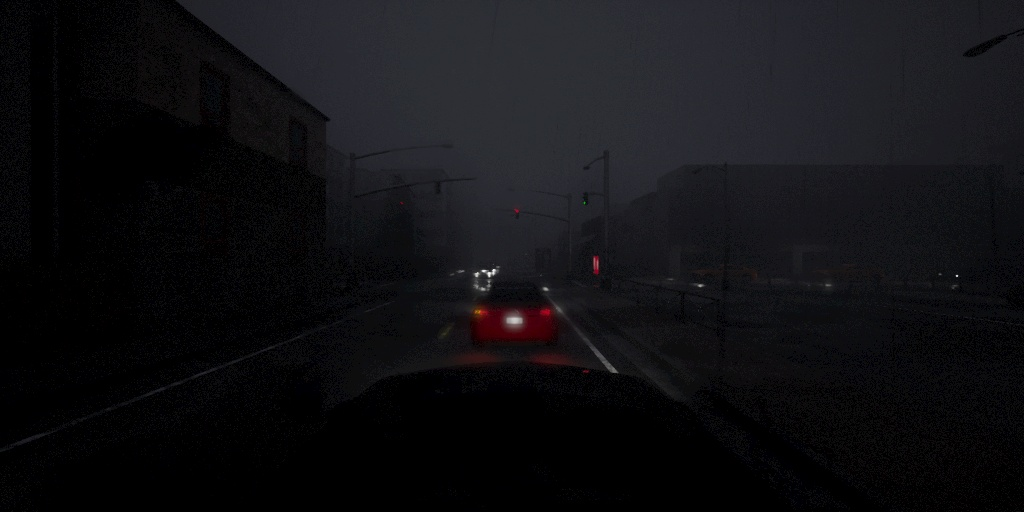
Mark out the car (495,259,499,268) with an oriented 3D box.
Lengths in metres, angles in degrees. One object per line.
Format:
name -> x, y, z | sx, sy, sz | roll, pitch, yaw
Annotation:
car -> -3.520, 1.351, 56.377 | 1.895, 1.301, 4.718 | 0, 0, 0

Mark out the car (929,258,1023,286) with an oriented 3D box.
car -> 38.045, 1.148, 29.531 | 5.566, 2.045, 2.150 | 0, 0, 0

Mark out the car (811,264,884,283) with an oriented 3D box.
car -> 27.555, 1.404, 29.538 | 5.008, 1.535, 1.882 | 0, 0, 0

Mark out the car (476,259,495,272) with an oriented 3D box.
car -> -3.543, 1.276, 46.343 | 1.812, 1.442, 4.674 | 0, 0, 0

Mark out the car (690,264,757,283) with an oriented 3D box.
car -> 17.330, 1.404, 29.529 | 5.008, 1.535, 1.882 | 0, 0, 0

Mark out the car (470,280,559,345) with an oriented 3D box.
car -> 0.072, 1.314, 9.472 | 1.994, 1.385, 4.181 | 0, 0, 0
